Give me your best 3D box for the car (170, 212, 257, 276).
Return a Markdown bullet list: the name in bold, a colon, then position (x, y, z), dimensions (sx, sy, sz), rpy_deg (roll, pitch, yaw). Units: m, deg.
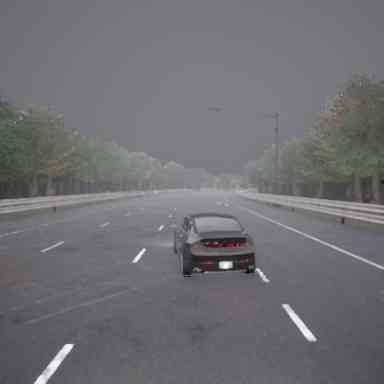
- **car**: position (0.487, 1.350, 9.865), dimensions (1.837, 1.490, 4.892), rpy_deg (-2, 1, -6)
